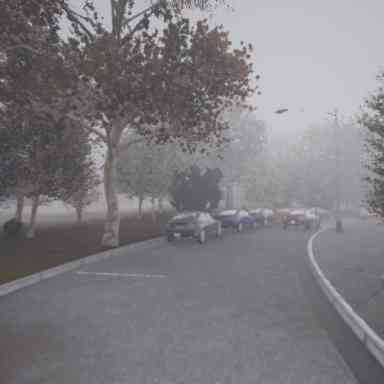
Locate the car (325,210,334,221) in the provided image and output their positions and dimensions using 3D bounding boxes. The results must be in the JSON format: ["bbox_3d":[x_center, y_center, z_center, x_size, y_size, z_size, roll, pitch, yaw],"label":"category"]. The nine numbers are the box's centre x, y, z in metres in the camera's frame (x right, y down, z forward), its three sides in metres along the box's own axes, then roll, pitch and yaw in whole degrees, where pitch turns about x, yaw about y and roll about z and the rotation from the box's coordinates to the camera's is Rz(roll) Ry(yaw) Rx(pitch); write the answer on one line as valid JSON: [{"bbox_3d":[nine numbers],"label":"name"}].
[{"bbox_3d":[13.561,2.443,36.204,4.892,1.521,2.231,2,-5,-39],"label":"car"}]

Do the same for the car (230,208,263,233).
[{"bbox_3d":[2.952,1.924,23.051,2.097,1.535,5.008,-2,-4,28],"label":"car"}]

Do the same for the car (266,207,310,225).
[{"bbox_3d":[9.406,2.292,32.246,2.097,1.535,5.008,-4,-4,42],"label":"car"}]

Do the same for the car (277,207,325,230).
[{"bbox_3d":[8.124,1.951,24.548,1.812,1.442,4.674,-3,-3,33],"label":"car"}]

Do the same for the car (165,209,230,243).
[{"bbox_3d":[0.186,1.774,17.885,2.231,1.521,4.892,-1,-1,21],"label":"car"}]

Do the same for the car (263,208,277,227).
[{"bbox_3d":[5.847,2.102,27.933,2.231,1.521,4.892,-3,-3,34],"label":"car"}]

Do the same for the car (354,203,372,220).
[{"bbox_3d":[21.054,2.056,37.176,5.566,2.045,2.150,1,-4,-33],"label":"car"}]
